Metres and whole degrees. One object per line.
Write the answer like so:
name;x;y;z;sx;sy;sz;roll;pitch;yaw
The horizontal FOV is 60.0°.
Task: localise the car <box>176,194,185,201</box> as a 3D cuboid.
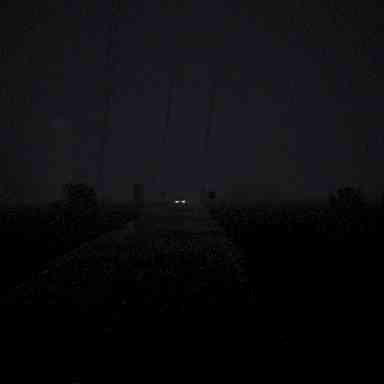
car;-2.761;1.343;81.752;2.097;1.767;4.553;0;0;0
